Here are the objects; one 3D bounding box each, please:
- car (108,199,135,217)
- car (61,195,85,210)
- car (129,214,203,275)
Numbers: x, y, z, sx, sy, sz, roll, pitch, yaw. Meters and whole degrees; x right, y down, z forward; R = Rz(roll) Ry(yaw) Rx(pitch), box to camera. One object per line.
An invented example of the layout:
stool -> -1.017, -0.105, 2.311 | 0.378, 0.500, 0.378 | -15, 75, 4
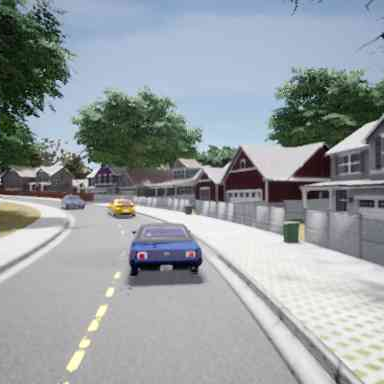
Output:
car -> -6.553, 1.399, 30.613 | 1.882, 1.535, 5.008 | 0, 0, -22
car -> -14.232, 1.153, 39.797 | 2.097, 1.767, 4.553 | 0, 1, -30
car -> -0.943, 1.602, 10.500 | 1.895, 1.301, 4.718 | 0, 0, -8
